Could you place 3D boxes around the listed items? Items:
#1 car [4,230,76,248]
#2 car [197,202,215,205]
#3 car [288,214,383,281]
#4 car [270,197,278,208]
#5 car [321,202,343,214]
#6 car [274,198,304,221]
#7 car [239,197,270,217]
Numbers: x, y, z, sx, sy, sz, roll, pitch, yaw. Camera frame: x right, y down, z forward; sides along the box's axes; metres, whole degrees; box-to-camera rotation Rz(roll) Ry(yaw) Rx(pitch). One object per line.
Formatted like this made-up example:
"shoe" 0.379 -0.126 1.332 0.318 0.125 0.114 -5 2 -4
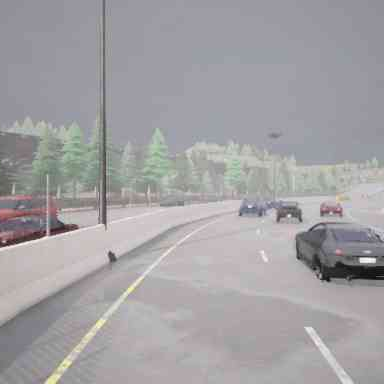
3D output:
"car" -6.179 1.601 12.383 1.895 1.301 4.718 0 0 8
"car" 2.384 1.564 50.035 1.994 1.385 4.181 0 0 29
"car" 4.310 1.564 9.734 1.994 1.385 4.181 0 0 6
"car" 10.269 1.352 42.227 2.097 1.767 4.553 0 0 28
"car" 13.555 1.601 32.447 1.895 1.301 4.718 0 0 21
"car" 7.934 1.505 27.008 1.837 1.490 4.892 0 0 17
"car" 5.964 1.352 32.038 2.097 1.767 4.553 0 0 20
